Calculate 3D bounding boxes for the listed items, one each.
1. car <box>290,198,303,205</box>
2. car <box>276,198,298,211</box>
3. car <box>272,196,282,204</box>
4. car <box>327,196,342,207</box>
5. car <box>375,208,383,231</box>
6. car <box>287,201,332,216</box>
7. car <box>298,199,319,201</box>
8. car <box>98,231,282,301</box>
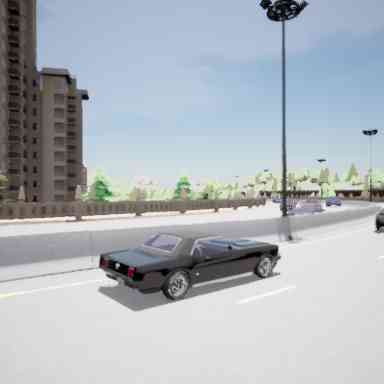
[{"bbox_3d":[26.505,2.388,84.418,2.128,1.511,4.902,0,-1,3],"label":"car"},{"bbox_3d":[13.725,1.930,47.352,1.837,1.490,4.892,0,-1,26],"label":"car"},{"bbox_3d":[22.955,2.178,88.484,2.150,2.045,5.566,0,-1,0],"label":"car"},{"bbox_3d":[27.675,1.862,64.943,2.150,2.045,5.566,0,-1,15],"label":"car"},{"bbox_3d":[13.006,1.646,20.990,2.128,1.511,4.902,0,-1,41],"label":"car"},{"bbox_3d":[9.952,1.763,28.461,2.033,1.411,5.357,0,-1,39],"label":"car"},{"bbox_3d":[15.900,1.736,43.988,2.097,1.767,4.553,0,-1,28],"label":"car"},{"bbox_3d":[0.197,1.652,8.528,4.718,1.301,1.895,0,0,-39],"label":"car"}]
